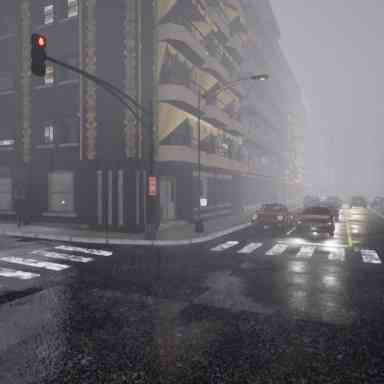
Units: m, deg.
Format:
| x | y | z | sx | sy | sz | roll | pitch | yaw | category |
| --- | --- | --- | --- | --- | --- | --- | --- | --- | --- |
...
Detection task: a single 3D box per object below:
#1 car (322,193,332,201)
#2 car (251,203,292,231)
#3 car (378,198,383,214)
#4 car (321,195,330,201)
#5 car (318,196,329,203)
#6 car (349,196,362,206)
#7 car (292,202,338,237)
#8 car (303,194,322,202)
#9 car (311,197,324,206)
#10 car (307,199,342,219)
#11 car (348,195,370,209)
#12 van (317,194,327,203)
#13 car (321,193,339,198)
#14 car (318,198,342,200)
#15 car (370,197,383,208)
| x | y | z | sx | sy | sz | roll | pitch | yaw | category |
| --- | --- | --- | --- | --- | --- | --- | --- | --- | --- |
| 35.331 | 1.304 | 87.056 | 2.192 | 1.841 | 5.009 | 0 | 0 | 24 | car |
| 4.953 | 1.438 | 20.343 | 1.967 | 1.590 | 4.097 | 0 | 0 | 24 | car |
| 19.588 | 1.541 | 32.259 | 1.887 | 1.381 | 4.507 | 0 | 0 | 24 | car |
| 32.925 | 1.515 | 81.769 | 1.752 | 1.417 | 4.829 | 0 | 0 | 24 | car |
| 28.322 | 1.543 | 71.660 | 2.008 | 1.369 | 4.403 | 0 | 0 | 24 | car |
| 26.851 | 1.472 | 54.687 | 1.882 | 1.535 | 5.008 | 0 | 0 | 24 | car |
| 6.919 | 1.523 | 18.402 | 1.812 | 1.442 | 4.674 | 0 | 0 | 25 | car |
| 16.636 | 1.311 | 46.002 | 2.192 | 1.841 | 5.009 | 0 | 0 | 24 | car |
| 21.241 | 1.520 | 56.110 | 1.752 | 1.417 | 4.829 | 0 | 0 | 24 | car |
| 10.660 | 1.561 | 26.591 | 1.994 | 1.385 | 4.181 | 0 | 0 | 25 | car |
| 22.812 | 1.347 | 45.783 | 2.097 | 1.767 | 4.553 | 0 | 0 | 24 | car |
| 25.985 | 1.335 | 66.529 | 1.690 | 1.788 | 3.998 | 0 | 0 | 24 | van |
| 19.068 | 1.348 | 44.901 | 2.097 | 1.767 | 4.553 | 0 | 0 | 25 | car |
| 14.803 | 1.597 | 35.650 | 1.895 | 1.301 | 4.718 | 0 | 0 | 25 | car |
| 26.599 | 1.435 | 47.655 | 1.967 | 1.590 | 4.097 | 0 | 0 | 24 | car |
